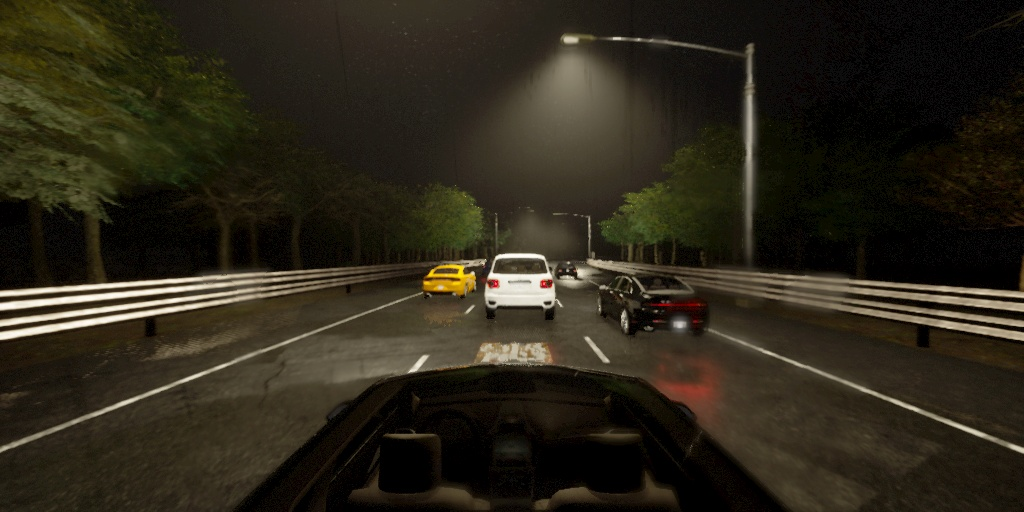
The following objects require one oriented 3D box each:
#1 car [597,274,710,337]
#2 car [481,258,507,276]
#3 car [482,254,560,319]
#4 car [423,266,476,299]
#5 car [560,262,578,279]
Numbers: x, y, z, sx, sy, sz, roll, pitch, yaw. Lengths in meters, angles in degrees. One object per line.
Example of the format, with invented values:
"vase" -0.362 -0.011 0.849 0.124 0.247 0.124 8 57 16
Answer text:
"car" 3.739 1.255 10.288 1.837 1.490 4.892 0 0 1
"car" -1.748 1.082 37.090 2.097 1.767 4.553 0 0 5
"car" 0.302 0.967 12.933 2.150 2.045 5.566 0 0 2
"car" -3.004 1.217 18.087 1.882 1.535 5.008 0 0 2
"car" 4.869 1.288 32.532 2.033 1.411 5.357 0 0 5
